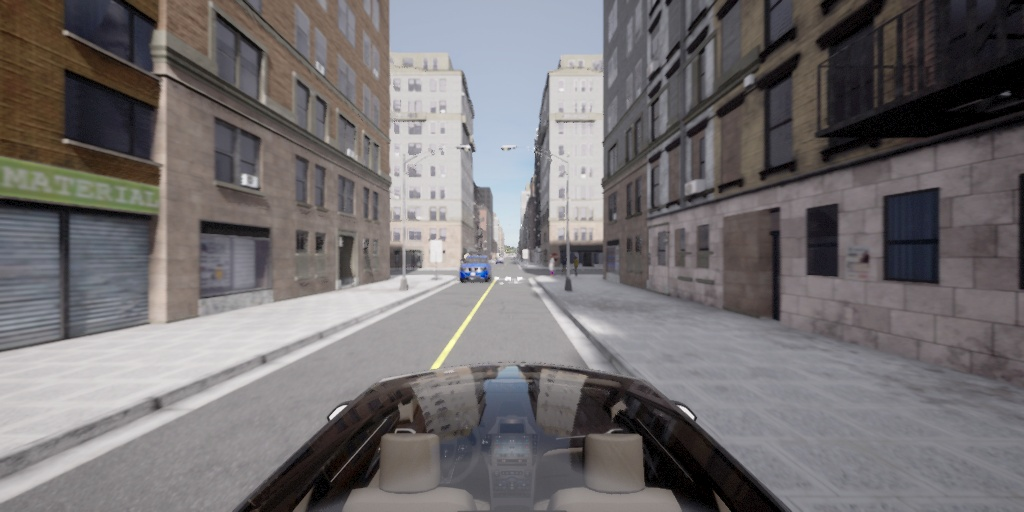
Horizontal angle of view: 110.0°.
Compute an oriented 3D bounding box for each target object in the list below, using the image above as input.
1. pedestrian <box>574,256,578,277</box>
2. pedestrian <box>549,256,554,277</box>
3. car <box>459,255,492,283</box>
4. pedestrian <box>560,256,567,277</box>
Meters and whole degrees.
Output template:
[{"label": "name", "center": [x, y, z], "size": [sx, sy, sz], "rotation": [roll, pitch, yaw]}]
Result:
[{"label": "pedestrian", "center": [5.507, 0.886, 31.029], "size": [0.375, 1.860, 0.375], "rotation": [0, 0, 0]}, {"label": "pedestrian", "center": [3.507, 0.886, 31.629], "size": [0.375, 1.860, 0.375], "rotation": [0, 0, 0]}, {"label": "car", "center": [-2.771, 0.969, 28.392], "size": [2.150, 2.045, 5.566], "rotation": [0, 0, 0]}, {"label": "pedestrian", "center": [4.416, 0.886, 30.429], "size": [0.375, 1.860, 0.375], "rotation": [0, 0, 0]}]
